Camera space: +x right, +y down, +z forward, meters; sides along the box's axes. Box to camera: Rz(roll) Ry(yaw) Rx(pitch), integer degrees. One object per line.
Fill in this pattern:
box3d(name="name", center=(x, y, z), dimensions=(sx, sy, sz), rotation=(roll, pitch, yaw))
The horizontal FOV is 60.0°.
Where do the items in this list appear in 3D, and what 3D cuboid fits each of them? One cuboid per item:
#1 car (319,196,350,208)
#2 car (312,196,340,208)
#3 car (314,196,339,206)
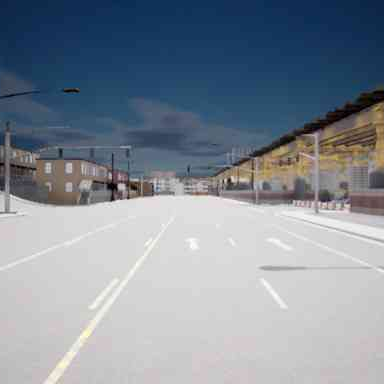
box3d(name="car", center=(19.476, 1.259, 43.476), dimensions=(1.853, 1.218, 4.536), rotation=(0, 0, -36))
box3d(name="car", center=(19.434, 1.417, 48.126), dimensions=(2.038, 1.542, 4.974), rotation=(0, 0, 44))
box3d(name="car", center=(19.469, 1.259, 48.164), dimensions=(1.853, 1.218, 4.536), rotation=(0, 0, 44))
